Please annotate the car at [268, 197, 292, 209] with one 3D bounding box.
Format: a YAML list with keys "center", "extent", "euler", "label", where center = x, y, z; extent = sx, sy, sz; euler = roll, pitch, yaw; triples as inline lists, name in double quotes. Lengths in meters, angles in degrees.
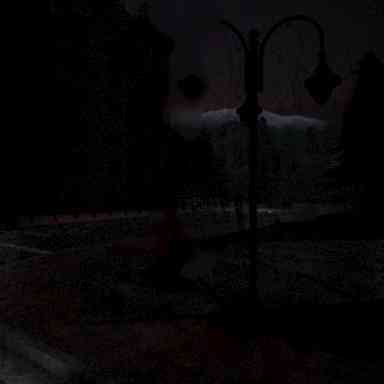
- center: [11.774, 1.425, 44.329]
  extent: [2.128, 1.511, 4.902]
  euler: [0, 0, 37]
  label: "car"
